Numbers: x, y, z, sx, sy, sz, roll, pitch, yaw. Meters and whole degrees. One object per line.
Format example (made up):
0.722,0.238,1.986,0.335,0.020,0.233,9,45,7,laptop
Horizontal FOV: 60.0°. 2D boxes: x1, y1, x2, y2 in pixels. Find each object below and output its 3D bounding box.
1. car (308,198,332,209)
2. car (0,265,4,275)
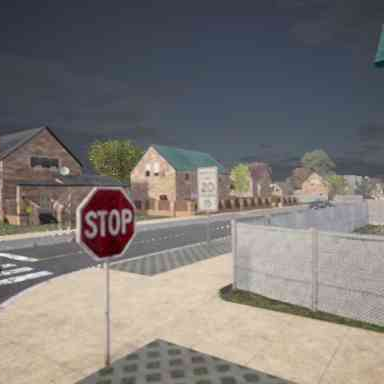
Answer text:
17.233,1.566,44.617,2.033,1.411,5.357,-1,-1,36,car
-7.003,1.658,6.825,2.033,1.411,5.357,-1,0,36,car
